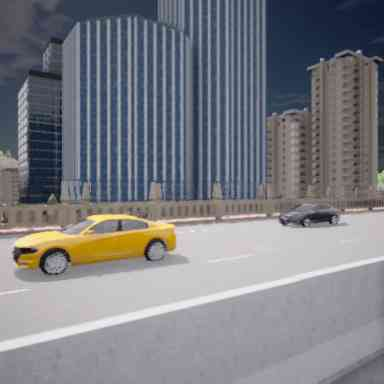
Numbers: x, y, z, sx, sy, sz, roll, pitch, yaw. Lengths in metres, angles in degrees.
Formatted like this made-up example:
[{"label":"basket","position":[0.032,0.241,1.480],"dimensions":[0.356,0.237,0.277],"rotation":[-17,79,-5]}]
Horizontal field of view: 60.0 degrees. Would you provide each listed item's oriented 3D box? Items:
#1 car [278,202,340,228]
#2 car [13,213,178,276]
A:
[{"label":"car","position":[7.820,1.465,22.061],"dimensions":[4.892,1.490,1.837],"rotation":[0,0,-34]},{"label":"car","position":[-2.833,1.467,10.519],"dimensions":[5.008,1.535,1.882],"rotation":[0,0,-35]}]
